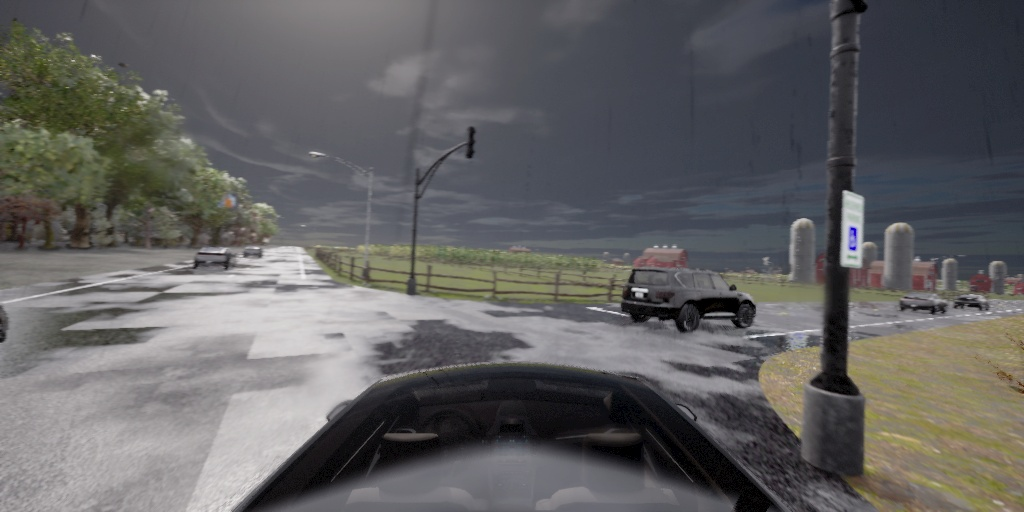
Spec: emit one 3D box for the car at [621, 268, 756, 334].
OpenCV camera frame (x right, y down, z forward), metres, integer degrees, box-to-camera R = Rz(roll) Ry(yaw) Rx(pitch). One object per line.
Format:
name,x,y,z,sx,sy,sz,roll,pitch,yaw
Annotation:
car,6.456,1.519,13.023,5.566,2.045,2.150,4,-3,-30

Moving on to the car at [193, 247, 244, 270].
car,-20.326,0.123,24.718,2.128,1.511,4.902,3,0,-31

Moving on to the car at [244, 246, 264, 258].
car,-32.520,-0.534,45.201,2.128,1.511,4.902,3,0,-31

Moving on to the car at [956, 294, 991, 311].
car,46.994,4.721,36.652,4.892,1.490,1.837,4,-2,-30

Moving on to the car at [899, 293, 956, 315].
car,31.640,3.599,27.552,4.902,1.511,2.128,4,-1,-30

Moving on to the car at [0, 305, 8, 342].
car,-7.710,0.813,3.527,1.837,1.490,4.892,3,0,-31
